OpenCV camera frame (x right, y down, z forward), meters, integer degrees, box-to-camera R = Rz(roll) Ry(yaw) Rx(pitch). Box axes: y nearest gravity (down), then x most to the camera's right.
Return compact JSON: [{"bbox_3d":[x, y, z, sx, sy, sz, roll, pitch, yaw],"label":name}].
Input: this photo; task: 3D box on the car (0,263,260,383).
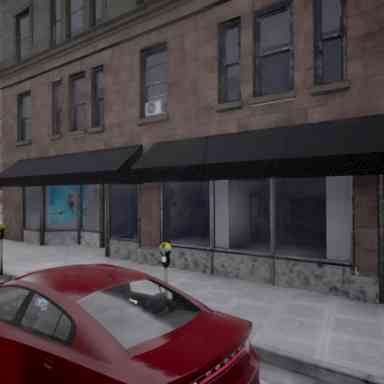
[{"bbox_3d":[-1.461,1.545,3.908,4.507,1.381,1.887,0,0,36],"label":"car"}]
